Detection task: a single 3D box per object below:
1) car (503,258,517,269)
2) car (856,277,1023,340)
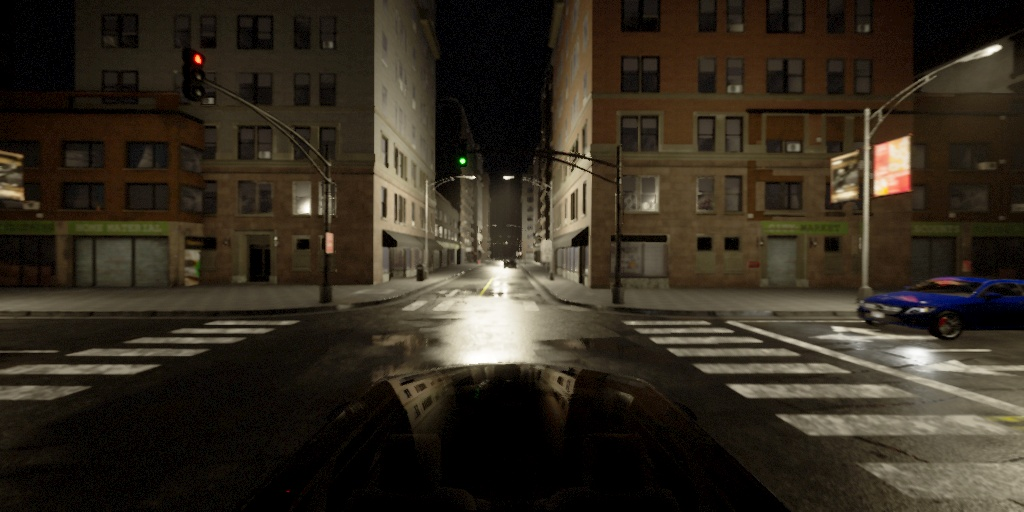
[{"bbox_3d":[-0.309,1.096,51.933,2.128,1.511,4.902,0,0,0],"label":"car"},{"bbox_3d":[11.785,1.262,9.302,4.674,1.442,1.812,0,0,-1],"label":"car"}]
